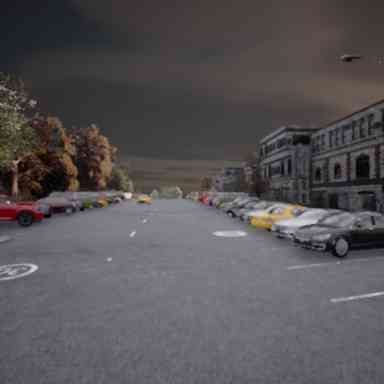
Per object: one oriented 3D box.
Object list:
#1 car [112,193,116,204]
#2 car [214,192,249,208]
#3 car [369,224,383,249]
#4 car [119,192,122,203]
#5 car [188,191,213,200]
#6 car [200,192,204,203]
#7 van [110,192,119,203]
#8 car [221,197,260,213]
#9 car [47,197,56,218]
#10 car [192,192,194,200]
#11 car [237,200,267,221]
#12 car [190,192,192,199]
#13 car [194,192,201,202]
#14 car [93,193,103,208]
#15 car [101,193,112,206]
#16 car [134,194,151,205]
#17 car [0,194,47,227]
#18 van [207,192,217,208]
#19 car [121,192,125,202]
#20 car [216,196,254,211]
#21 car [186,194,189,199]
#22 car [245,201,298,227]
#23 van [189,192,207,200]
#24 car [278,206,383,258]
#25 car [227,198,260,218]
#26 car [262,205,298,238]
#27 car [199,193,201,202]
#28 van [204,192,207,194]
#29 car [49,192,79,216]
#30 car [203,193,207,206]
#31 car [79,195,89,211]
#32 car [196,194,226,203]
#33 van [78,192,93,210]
[{"bbox_3d":[-13.660,1.257,46.943,4.674,1.452,2.002,-1,1,-23],"label":"car"},{"bbox_3d":[4.986,1.218,33.250,4.553,1.767,2.185,1,1,-23],"label":"car"},{"bbox_3d":[6.443,1.525,6.884,4.892,1.521,2.231,1,0,-23],"label":"car"},{"bbox_3d":[-13.999,1.236,52.827,4.674,1.452,2.002,-1,0,-23],"label":"car"},{"bbox_3d":[2.093,0.930,83.020,5.566,2.045,2.435,1,0,-23],"label":"car"},{"bbox_3d":[4.098,1.136,47.877,4.553,1.767,2.185,1,0,-23],"label":"car"},{"bbox_3d":[-13.728,0.979,49.935,4.442,1.987,1.878,-1,0,-23],"label":"van"},{"bbox_3d":[5.258,1.412,27.370,4.792,1.488,2.163,1,1,-23],"label":"car"},{"bbox_3d":[-12.358,1.388,23.415,4.792,1.488,2.163,-1,1,-23],"label":"car"},{"bbox_3d":[3.301,1.209,65.533,5.366,1.575,1.946,1,0,-23],"label":"car"},{"bbox_3d":[5.619,1.463,21.525,4.674,1.452,2.002,1,1,-23],"label":"car"},{"bbox_3d":[2.971,1.199,71.385,5.366,1.575,1.946,1,0,-23],"label":"car"},{"bbox_3d":[3.822,0.990,53.757,5.566,2.045,2.435,1,0,-23],"label":"car"},{"bbox_3d":[-13.157,1.263,38.127,4.892,1.521,2.231,-1,1,-23],"label":"car"},{"bbox_3d":[-13.162,1.241,41.142,5.366,1.575,1.946,-1,0,-23],"label":"car"},{"bbox_3d":[-7.690,1.202,53.319,1.882,1.535,5.008,0,0,-3],"label":"car"},{"bbox_3d":[-12.145,1.126,20.503,5.566,2.045,2.435,-1,0,-23],"label":"car"},{"bbox_3d":[4.521,1.080,39.049,4.442,1.987,1.878,1,1,-23],"label":"van"},{"bbox_3d":[-14.168,1.226,55.768,4.674,1.452,2.002,-1,0,-23],"label":"car"},{"bbox_3d":[5.126,1.364,30.314,4.892,1.521,2.231,1,1,-23],"label":"car"},{"bbox_3d":[2.119,1.179,80.026,5.366,1.575,1.946,1,0,-23],"label":"car"},{"bbox_3d":[5.950,1.442,18.674,5.366,1.575,1.946,1,0,-23],"label":"car"},{"bbox_3d":[1.682,1.051,91.857,4.442,1.987,1.878,2,-2,-24],"label":"van"},{"bbox_3d":[6.121,1.484,12.738,4.892,1.521,2.231,1,1,-23],"label":"car"},{"bbox_3d":[5.462,1.404,24.451,4.892,1.521,2.231,1,1,-23],"label":"car"},{"bbox_3d":[5.951,1.503,15.666,4.674,1.452,2.002,1,1,-23],"label":"car"},{"bbox_3d":[3.961,1.291,50.813,4.674,1.452,2.002,1,0,-23],"label":"car"},{"bbox_3d":[4.400,1.053,45.007,4.442,1.987,1.878,1,0,-23],"label":"van"},{"bbox_3d":[-12.640,1.191,29.320,4.553,1.767,2.185,-1,1,-23],"label":"car"},{"bbox_3d":[4.450,1.291,42.029,5.008,1.535,2.097,1,0,-23],"label":"car"},{"bbox_3d":[-12.859,1.328,32.236,4.792,1.488,2.163,-1,1,-23],"label":"car"},{"bbox_3d":[3.454,1.224,59.601,4.892,1.521,2.231,1,0,-23],"label":"car"},{"bbox_3d":[-13.104,1.056,35.135,4.442,1.987,1.878,-1,1,-23],"label":"van"}]
